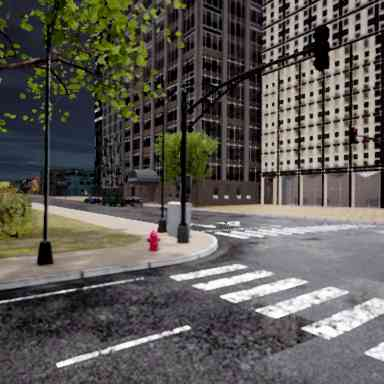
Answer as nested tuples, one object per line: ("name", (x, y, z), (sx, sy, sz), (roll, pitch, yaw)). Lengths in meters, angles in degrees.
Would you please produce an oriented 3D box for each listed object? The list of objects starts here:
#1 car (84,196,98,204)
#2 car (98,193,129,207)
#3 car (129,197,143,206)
("car", (-17.942, 1.479, 59.952), (2.033, 1.411, 5.357), (1, 0, -34))
("car", (-12.174, 1.170, 51.369), (2.150, 2.045, 5.566), (1, 0, -33))
("car", (-9.446, 1.485, 53.101), (2.128, 1.511, 4.902), (1, 0, -34))
